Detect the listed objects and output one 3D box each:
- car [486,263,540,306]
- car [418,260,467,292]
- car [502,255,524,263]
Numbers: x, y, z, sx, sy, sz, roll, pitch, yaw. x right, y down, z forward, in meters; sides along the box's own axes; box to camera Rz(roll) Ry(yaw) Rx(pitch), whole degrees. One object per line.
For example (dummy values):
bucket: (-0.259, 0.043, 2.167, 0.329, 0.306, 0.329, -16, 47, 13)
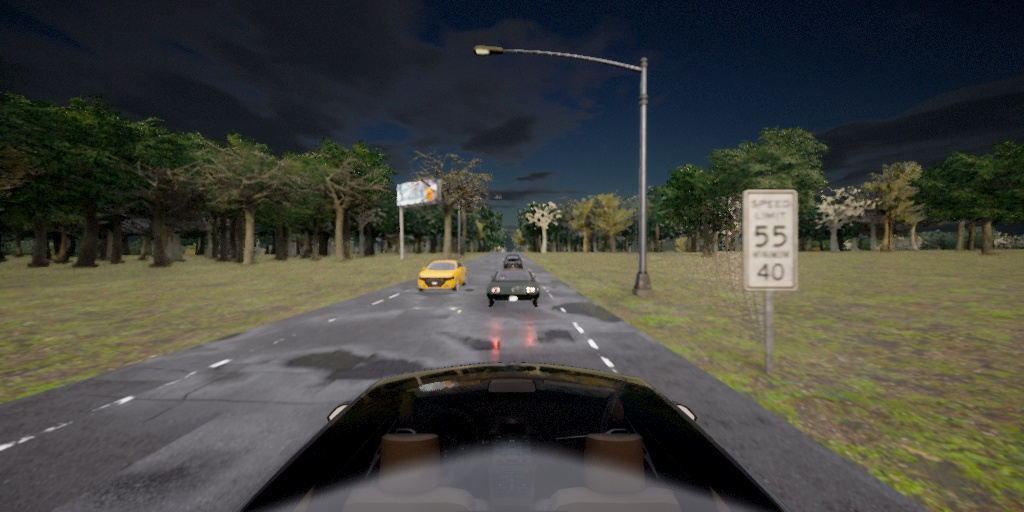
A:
car: (0.058, 1.157, 14.540, 1.895, 1.301, 4.718, 0, 1, 0)
car: (-3.558, 0.949, 19.037, 1.882, 1.535, 5.008, 0, 1, 0)
car: (0.089, 0.603, 35.307, 1.837, 1.490, 4.892, 0, 2, 0)
